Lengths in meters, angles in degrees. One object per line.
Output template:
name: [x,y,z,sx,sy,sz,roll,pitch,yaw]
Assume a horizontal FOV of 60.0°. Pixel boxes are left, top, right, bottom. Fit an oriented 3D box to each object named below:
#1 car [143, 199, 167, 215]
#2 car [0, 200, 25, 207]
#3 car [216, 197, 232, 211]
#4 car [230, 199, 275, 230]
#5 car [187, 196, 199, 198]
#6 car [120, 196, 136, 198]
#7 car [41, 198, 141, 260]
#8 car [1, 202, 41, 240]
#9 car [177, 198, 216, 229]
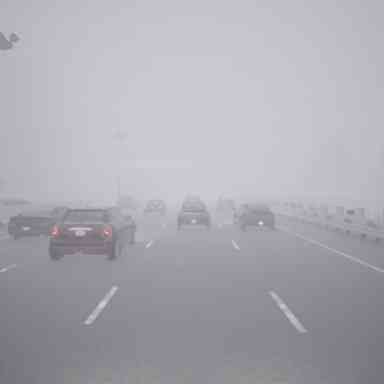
car: [-3.398,1.359,31.227,2.033,1.411,5.357,0,0,0]
car: [-17.598,1.359,32.612,2.033,1.411,5.357,0,0,0]
car: [3.603,1.309,36.556,2.128,1.511,4.902,0,0,0]
car: [3.602,1.359,19.818,1.837,1.490,4.892,0,0,0]
car: [0.102,1.169,36.323,2.097,1.767,4.553,0,0,0]
car: [-6.897,1.169,36.319,2.097,1.767,4.553,0,0,0]
car: [-3.399,1.261,12.240,2.097,1.767,4.553,0,0,0]
car: [-6.899,1.357,16.305,1.882,1.535,5.008,0,0,0]
car: [0.102,1.344,20.112,2.128,1.511,4.902,0,0,0]
